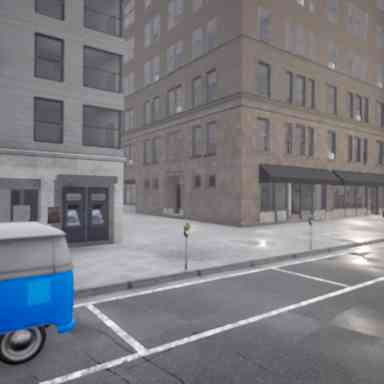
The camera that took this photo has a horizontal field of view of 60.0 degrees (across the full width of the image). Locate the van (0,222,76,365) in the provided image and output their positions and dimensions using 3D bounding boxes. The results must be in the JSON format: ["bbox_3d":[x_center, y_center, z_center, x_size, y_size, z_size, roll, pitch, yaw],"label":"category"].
[{"bbox_3d":[-3.567,1.342,4.208,3.998,1.788,1.690,0,1,-35],"label":"van"}]
